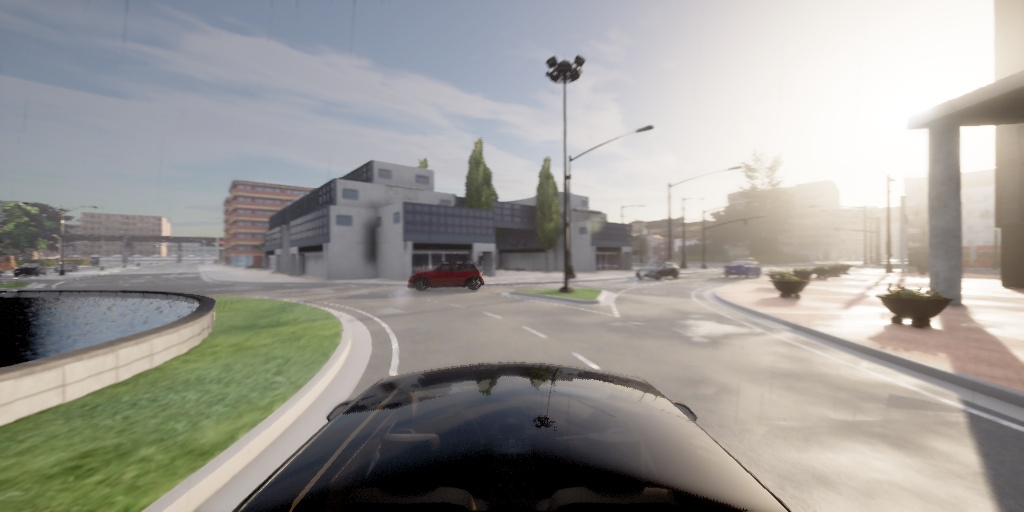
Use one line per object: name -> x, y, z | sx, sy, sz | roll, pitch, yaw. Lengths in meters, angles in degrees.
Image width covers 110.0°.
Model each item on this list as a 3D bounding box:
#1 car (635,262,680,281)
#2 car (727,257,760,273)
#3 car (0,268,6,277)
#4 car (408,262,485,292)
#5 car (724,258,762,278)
car -> 12.105, 1.217, 29.712 | 4.902, 1.511, 2.128 | 0, 0, -40
car -> 27.866, 0.996, 43.065 | 4.553, 1.767, 2.097 | 0, 0, -41
car -> -49.022, 1.374, 32.395 | 2.150, 2.045, 5.566 | 0, 0, -40
car -> -3.914, 1.168, 21.844 | 4.553, 1.767, 2.097 | 0, 0, -5
car -> 20.765, 1.147, 32.208 | 5.008, 1.535, 1.882 | 0, 0, -41
